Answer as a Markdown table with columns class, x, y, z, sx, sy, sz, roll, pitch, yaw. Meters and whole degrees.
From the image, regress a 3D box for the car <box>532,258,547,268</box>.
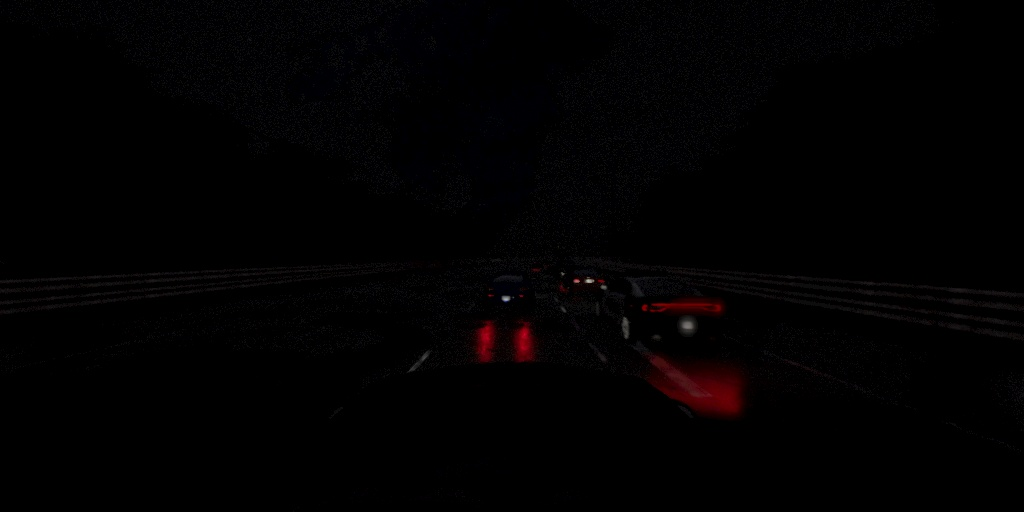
| class | x | y | z | sx | sy | sz | roll | pitch | yaw |
| --- | --- | --- | --- | --- | --- | --- | --- | --- | --- |
| car | 4.421 | 1.265 | 60.415 | 1.837 | 1.490 | 4.892 | 0 | 1 | 9 |

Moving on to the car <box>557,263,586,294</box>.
| class | x | y | z | sx | sy | sz | roll | pitch | yaw |
| --- | --- | --- | --- | --- | --- | --- | --- | --- | --- |
| car | 3.934 | 1.299 | 20.332 | 2.033 | 1.411 | 5.357 | 0 | 0 | 3 |

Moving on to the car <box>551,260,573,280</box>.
| class | x | y | z | sx | sy | sz | roll | pitch | yaw |
| --- | --- | --- | --- | --- | --- | --- | --- | --- | --- |
| car | 4.581 | 1.255 | 30.987 | 1.837 | 1.490 | 4.892 | 0 | 0 | 4 |

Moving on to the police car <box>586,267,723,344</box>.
| class | x | y | z | sx | sy | sz | roll | pitch | yaw |
| --- | --- | --- | --- | --- | --- | --- | --- | --- | --- |
| police car | 3.574 | 1.180 | 9.774 | 1.930 | 1.638 | 5.238 | 0 | 0 | 1 |

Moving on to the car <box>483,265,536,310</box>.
| class | x | y | z | sx | sy | sz | roll | pitch | yaw |
| --- | --- | --- | --- | --- | --- | --- | --- | --- | --- |
| car | -0.043 | 1.269 | 14.547 | 1.812 | 1.442 | 4.674 | 0 | 0 | 4 |
